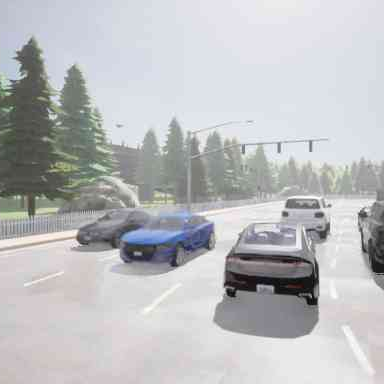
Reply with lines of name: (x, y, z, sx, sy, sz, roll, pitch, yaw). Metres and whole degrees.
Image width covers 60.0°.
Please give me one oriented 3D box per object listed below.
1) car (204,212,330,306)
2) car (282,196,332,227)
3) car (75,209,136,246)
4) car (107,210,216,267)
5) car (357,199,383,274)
car: (2.069, 1.492, 8.165, 2.128, 1.511, 4.902, 0, 0, 19)
car: (6.293, 1.224, 18.149, 2.150, 2.045, 5.566, 0, 0, 25)
car: (-3.101, 1.525, 14.955, 1.812, 1.442, 4.674, 0, 0, 23)
car: (-0.630, 1.477, 11.769, 1.882, 1.535, 5.008, 0, 0, 22)
car: (6.561, 1.223, 10.247, 2.150, 2.045, 5.566, 0, 0, 23)
